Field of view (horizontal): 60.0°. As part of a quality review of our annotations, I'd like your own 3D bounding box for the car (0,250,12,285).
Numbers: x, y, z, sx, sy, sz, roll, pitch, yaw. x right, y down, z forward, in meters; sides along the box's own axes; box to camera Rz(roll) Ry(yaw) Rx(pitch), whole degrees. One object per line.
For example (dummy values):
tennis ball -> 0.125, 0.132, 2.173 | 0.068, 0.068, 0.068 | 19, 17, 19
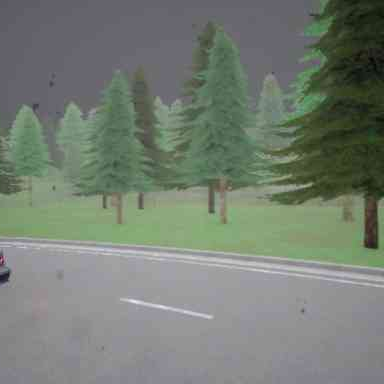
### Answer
car -> -6.492, 1.511, 7.191 | 5.357, 1.411, 2.033 | 0, 1, 21
